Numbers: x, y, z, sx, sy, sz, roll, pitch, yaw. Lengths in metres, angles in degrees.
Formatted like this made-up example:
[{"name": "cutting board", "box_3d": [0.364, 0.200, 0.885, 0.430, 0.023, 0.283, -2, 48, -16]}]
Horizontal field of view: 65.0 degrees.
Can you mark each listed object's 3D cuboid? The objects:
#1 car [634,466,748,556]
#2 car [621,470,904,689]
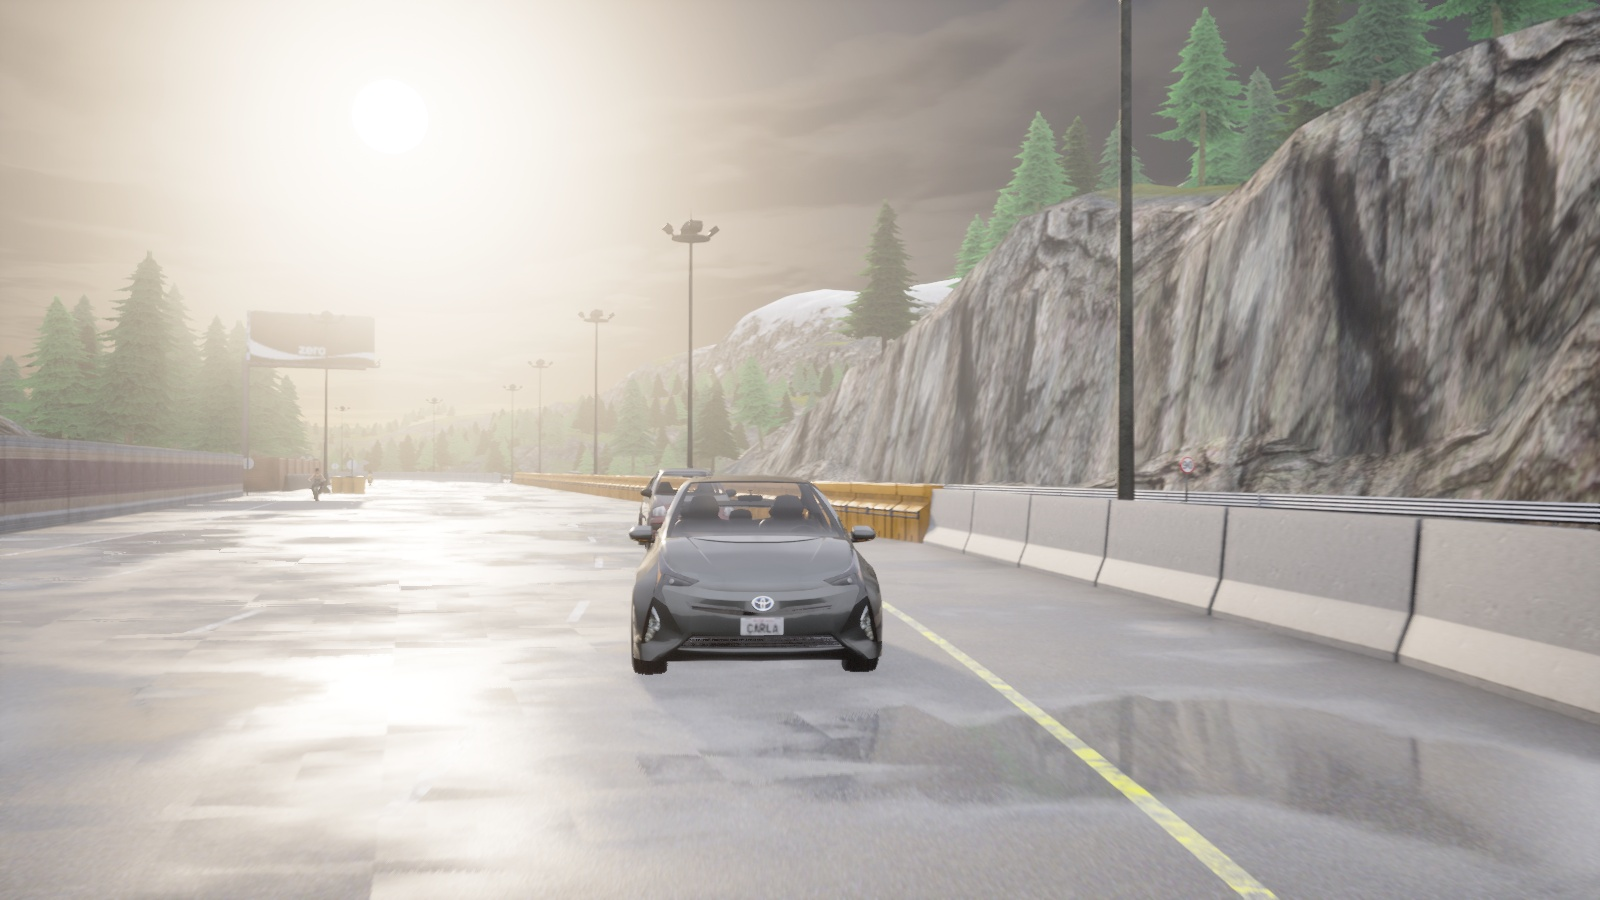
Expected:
[{"name": "car", "box_3d": [-2.241, 1.138, 24.806, 1.851, 1.617, 3.988, 0, -1, -11]}, {"name": "car", "box_3d": [-0.460, 0.950, 11.158, 2.007, 1.525, 4.514, 0, -1, -5]}]
